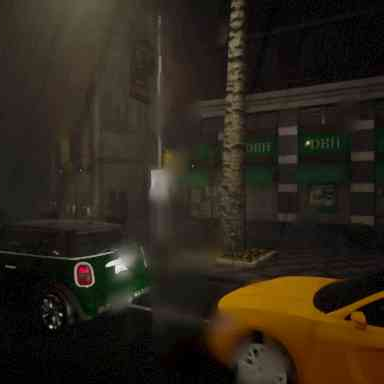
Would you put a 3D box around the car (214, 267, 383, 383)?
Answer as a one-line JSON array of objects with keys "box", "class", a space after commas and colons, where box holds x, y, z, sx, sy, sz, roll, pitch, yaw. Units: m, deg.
[{"box": [2.589, 1.478, 3.373, 5.008, 1.535, 1.882, 0, 0, 35], "class": "car"}]

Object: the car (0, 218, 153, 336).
[{"box": [-3.101, 1.344, 6.820, 4.553, 1.767, 2.097, 0, 0, 29], "class": "car"}]
